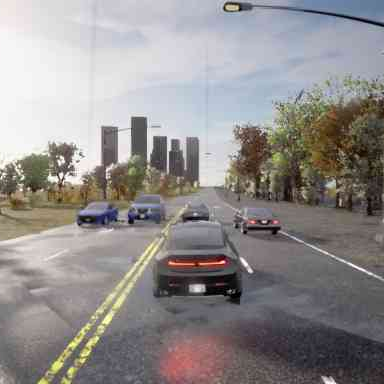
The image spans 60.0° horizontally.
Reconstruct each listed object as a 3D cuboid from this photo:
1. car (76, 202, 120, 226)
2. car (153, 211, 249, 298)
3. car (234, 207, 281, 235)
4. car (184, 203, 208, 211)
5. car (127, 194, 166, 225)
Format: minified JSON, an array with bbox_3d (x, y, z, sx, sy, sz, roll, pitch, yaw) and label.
[{"bbox_3d":[-6.422,1.460,23.163,1.882,1.535,5.008,0,0,1],"label":"car"},{"bbox_3d":[0.120,1.490,8.503,1.837,1.490,4.892,-1,1,1],"label":"car"},{"bbox_3d":[3.506,1.523,18.731,2.033,1.411,5.357,0,0,0],"label":"car"},{"bbox_3d":[0.298,1.527,25.692,1.994,1.385,4.181,-1,1,2],"label":"car"},{"bbox_3d":[-3.152,1.206,24.166,2.150,2.045,5.566,0,0,1],"label":"car"}]
